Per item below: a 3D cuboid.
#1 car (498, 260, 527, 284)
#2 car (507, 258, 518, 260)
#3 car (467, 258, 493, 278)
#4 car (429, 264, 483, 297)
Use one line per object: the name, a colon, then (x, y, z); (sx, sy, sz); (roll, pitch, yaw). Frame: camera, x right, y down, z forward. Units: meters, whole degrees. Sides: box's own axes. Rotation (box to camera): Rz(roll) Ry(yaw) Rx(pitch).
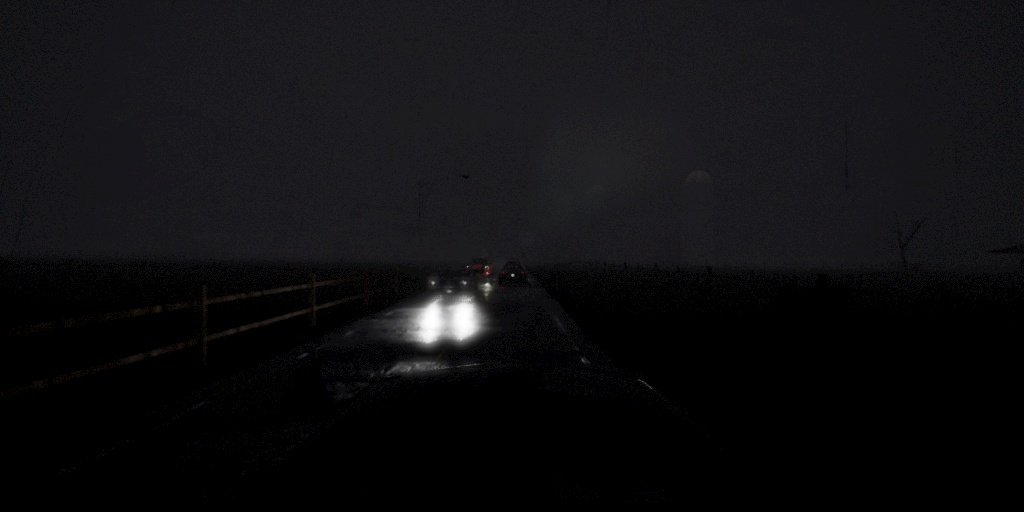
car: (0.058, 1.193, 25.275); (1.994, 1.385, 4.181); (0, 0, 0)
car: (0.075, 1.033, 42.742); (2.128, 1.511, 4.902); (0, 0, 0)
car: (-2.808, 0.949, 31.343); (2.097, 1.767, 4.553); (0, 0, 1)
car: (-2.792, 1.265, 18.168); (1.895, 1.301, 4.718); (0, 0, 0)
